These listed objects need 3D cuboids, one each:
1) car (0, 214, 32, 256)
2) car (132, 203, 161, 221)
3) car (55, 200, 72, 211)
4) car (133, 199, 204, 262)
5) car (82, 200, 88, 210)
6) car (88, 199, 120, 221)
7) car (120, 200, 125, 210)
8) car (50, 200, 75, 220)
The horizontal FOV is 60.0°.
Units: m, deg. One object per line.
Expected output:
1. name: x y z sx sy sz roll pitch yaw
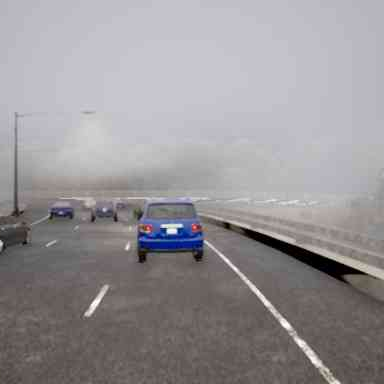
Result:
1. car: -7.947 1.597 13.169 1.837 1.490 4.892 0 0 -7
2. car: -4.102 1.744 29.465 1.895 1.301 4.718 0 0 -15
3. car: -17.704 1.839 45.729 1.994 1.385 4.181 0 0 -25
4. car: -0.884 1.278 12.626 2.150 2.045 5.566 0 0 -6
5. car: -14.291 1.789 46.714 1.812 1.442 4.674 0 0 -25
6. car: -7.614 1.509 28.839 2.097 1.767 4.553 0 0 -15
7. car: -10.752 1.775 47.386 1.812 1.442 4.674 0 0 -25
8. car: -11.919 1.663 30.805 1.882 1.535 5.008 0 0 -17
